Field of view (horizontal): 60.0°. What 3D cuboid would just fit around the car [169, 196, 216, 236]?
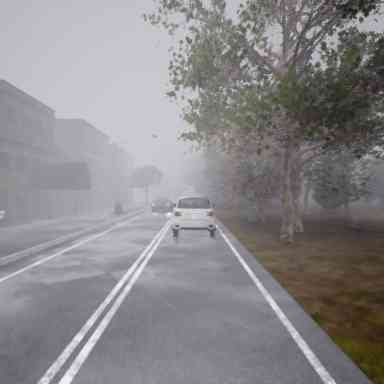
[{"bbox_3d":[0.103,1.220,18.468,2.150,2.045,5.566,0,0,0],"label":"car"}]

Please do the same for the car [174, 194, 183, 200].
[{"bbox_3d":[-3.225,1.270,80.080,1.994,1.385,4.181,0,0,0],"label":"car"}]

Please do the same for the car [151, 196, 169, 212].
[{"bbox_3d":[-3.333,1.338,37.470,2.097,1.767,4.553,0,0,0],"label":"car"}]
